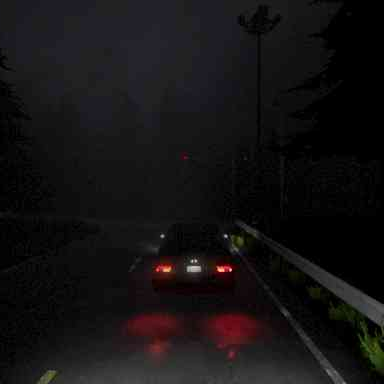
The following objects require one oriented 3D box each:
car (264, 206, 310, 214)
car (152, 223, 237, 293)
[{"bbox_3d":[8.351,1.950,29.637,4.181,1.385,1.994,-4,-2,-1],"label":"car"},{"bbox_3d":[0.055,1.547,8.985,2.033,1.411,5.357,0,0,0],"label":"car"}]
